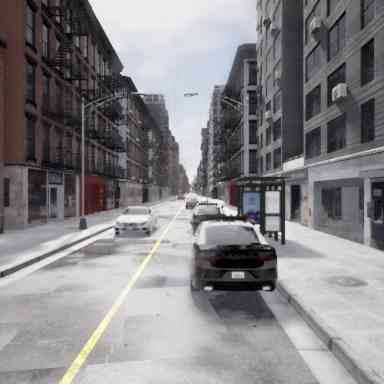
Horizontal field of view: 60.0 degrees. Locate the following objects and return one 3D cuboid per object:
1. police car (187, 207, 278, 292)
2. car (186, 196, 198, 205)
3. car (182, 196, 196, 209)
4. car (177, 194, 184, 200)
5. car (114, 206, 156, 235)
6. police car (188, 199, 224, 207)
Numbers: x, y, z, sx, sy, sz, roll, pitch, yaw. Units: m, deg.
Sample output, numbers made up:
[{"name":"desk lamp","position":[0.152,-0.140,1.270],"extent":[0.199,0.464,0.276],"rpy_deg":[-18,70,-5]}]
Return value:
[{"name":"police car","position":[0.906,1.427,9.111],"extent":[1.930,1.638,5.238],"rpy_deg":[0,0,0]},{"name":"car","position":[0.045,1.505,59.197],"extent":[2.128,1.511,4.902],"rpy_deg":[0,0,0]},{"name":"car","position":[0.049,1.562,45.707],"extent":[2.033,1.411,5.357],"rpy_deg":[0,0,0]},{"name":"car","position":[-2.931,1.354,90.883],"extent":[2.097,1.767,4.553],"rpy_deg":[0,0,0]},{"name":"car","position":[-3.086,1.531,18.835],"extent":[1.812,1.442,4.674],"rpy_deg":[0,0,0]},{"name":"police car","position":[0.914,1.431,19.111],"extent":[1.930,1.638,5.238],"rpy_deg":[0,0,0]}]
